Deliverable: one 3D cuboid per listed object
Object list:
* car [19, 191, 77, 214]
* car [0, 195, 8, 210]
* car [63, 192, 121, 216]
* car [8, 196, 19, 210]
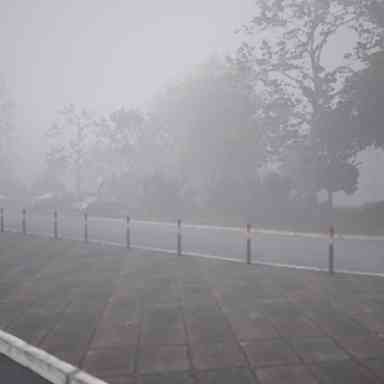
[{"bbox_3d":[-12.921,0.955,31.821,2.435,2.045,5.566,1,0,35],"label":"car"},{"bbox_3d":[-19.784,1.146,36.575,2.231,1.521,4.892,0,0,35],"label":"car"},{"bbox_3d":[-8.183,1.111,28.512,2.185,1.767,4.553,1,1,35],"label":"car"},{"bbox_3d":[-15.126,1.188,33.382,2.231,1.521,4.892,1,0,35],"label":"car"}]
